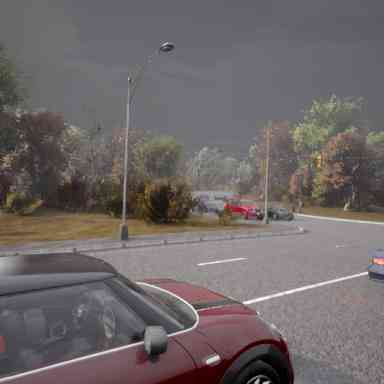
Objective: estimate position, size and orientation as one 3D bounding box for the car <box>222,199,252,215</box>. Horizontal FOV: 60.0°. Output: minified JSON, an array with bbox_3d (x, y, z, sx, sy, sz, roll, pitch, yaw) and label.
[{"bbox_3d":[5.980,2.000,44.436,2.097,1.767,4.553,3,0,-19],"label":"car"}]

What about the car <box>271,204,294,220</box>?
[{"bbox_3d":[9.074,2.101,36.459,2.097,1.767,4.553,3,-1,-23],"label":"car"}]

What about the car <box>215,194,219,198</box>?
[{"bbox_3d":[6.368,1.173,79.475,1.994,1.385,4.181,2,2,-1],"label":"car"}]

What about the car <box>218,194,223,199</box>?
[{"bbox_3d":[7.450,1.566,69.271,1.837,1.490,4.892,2,3,-8],"label":"car"}]

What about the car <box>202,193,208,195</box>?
[{"bbox_3d":[2.914,1.052,78.394,2.128,1.511,4.902,2,2,-1],"label":"car"}]

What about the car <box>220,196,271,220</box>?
[{"bbox_3d":[5.573,1.813,35.677,2.150,2.045,5.566,3,-1,-22],"label":"car"}]

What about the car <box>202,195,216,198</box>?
[{"bbox_3d":[2.195,1.790,57.690,1.994,1.385,4.181,2,2,-12],"label":"car"}]

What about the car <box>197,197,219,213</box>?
[{"bbox_3d":[2.085,1.966,44.939,1.837,1.490,4.892,3,1,-18],"label":"car"}]

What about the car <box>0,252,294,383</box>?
[{"bbox_3d":[-1.180,1.354,2.905,4.553,1.767,2.097,0,0,-36],"label":"car"}]

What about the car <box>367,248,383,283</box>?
[{"bbox_3d":[6.573,1.664,8.462,5.357,1.411,2.033,2,-1,-36],"label":"car"}]
